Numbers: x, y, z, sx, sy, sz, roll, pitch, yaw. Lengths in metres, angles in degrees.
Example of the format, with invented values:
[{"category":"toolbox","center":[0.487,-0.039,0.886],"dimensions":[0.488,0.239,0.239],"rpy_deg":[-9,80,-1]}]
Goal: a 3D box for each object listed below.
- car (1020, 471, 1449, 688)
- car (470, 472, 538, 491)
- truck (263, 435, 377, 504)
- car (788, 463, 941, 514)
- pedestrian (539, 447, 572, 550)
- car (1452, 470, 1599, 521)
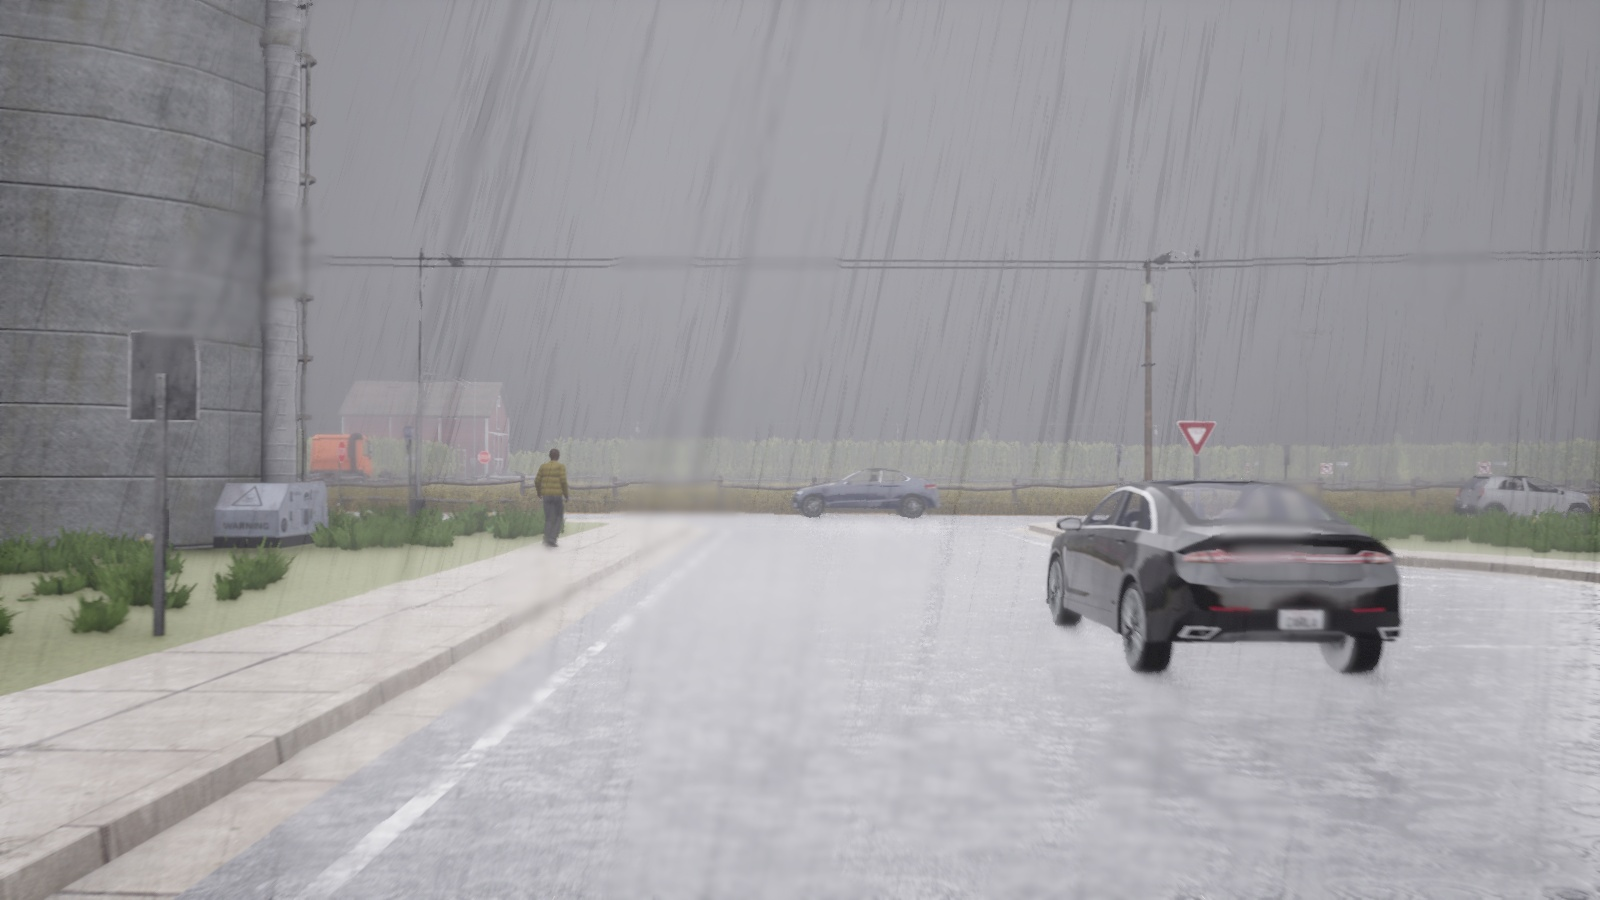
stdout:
[{"category":"car","center":[3.472,0.945,11.251],"dimensions":[2.128,1.511,4.902],"rpy_deg":[0,-1,0]},{"category":"car","center":[-21.544,2.307,91.533],"dimensions":[4.718,1.301,1.895],"rpy_deg":[-1,-1,-8]},{"category":"truck","center":[-25.349,1.036,66.812],"dimensions":[2.891,3.462,7.936],"rpy_deg":[0,-1,1]},{"category":"car","center":[2.147,1.295,42.426],"dimensions":[5.027,1.651,2.152],"rpy_deg":[0,-1,1]},{"category":"pedestrian","center":[-4.418,0.867,22.678],"dimensions":[0.370,1.835,0.726],"rpy_deg":[0,-1,8]},{"category":"car","center":[22.410,1.387,38.697],"dimensions":[3.633,1.501,1.845],"rpy_deg":[0,-1,0]}]
